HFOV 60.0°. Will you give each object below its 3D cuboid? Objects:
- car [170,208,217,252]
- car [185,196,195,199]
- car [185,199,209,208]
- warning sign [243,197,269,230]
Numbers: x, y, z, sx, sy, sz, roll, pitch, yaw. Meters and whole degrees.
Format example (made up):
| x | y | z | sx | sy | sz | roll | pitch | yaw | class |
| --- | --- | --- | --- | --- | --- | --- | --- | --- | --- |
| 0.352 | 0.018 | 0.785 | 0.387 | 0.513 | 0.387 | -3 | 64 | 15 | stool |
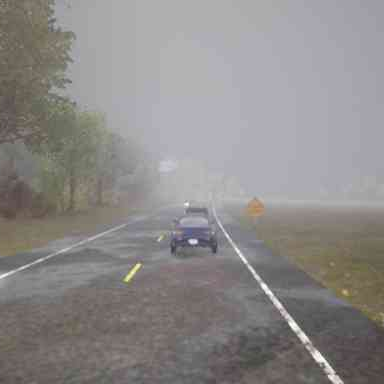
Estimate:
| x | y | z | sx | sy | sz | roll | pitch | yaw | class |
| --- | --- | --- | --- | --- | --- | --- | --- | --- | --- |
| 0.098 | 1.634 | 14.353 | 1.812 | 1.442 | 4.674 | 0 | 0 | 1 | car |
| -0.428 | 1.697 | 71.900 | 2.128 | 1.511 | 4.902 | 0 | 0 | 5 | car |
| 0.478 | 1.641 | 29.406 | 1.882 | 1.535 | 5.008 | 0 | 0 | 2 | car |
| 3.731 | 1.250 | 19.574 | 1.300 | 1.860 | 1.060 | -1 | -1 | 1 | warning sign |
